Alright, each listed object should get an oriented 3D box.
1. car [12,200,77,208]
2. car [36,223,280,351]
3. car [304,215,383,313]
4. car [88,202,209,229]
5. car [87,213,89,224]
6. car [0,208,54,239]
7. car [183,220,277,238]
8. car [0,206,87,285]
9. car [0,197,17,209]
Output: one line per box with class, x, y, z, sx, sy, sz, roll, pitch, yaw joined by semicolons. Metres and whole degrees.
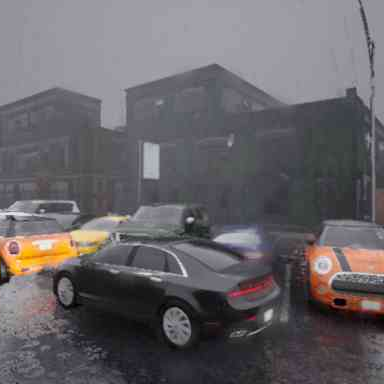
car;-8.069;1.426;17.172;2.435;2.045;5.566;1;-1;17
car;-0.794;1.595;6.431;4.892;1.490;1.837;0;-1;37
car;3.887;1.509;8.127;2.185;1.767;4.553;1;-1;17
car;-0.890;1.397;11.715;2.435;2.045;5.566;1;-2;17
car;-3.344;1.649;13.374;1.946;1.575;5.366;1;-1;17
car;-10.458;1.719;18.984;2.163;1.488;4.792;1;-1;17
car;1.480;1.680;9.911;2.002;1.452;4.674;0;-2;17
car;-5.544;1.457;10.048;4.553;1.767;2.097;0;-1;37
car;-35.904;1.971;62.000;5.566;2.045;2.435;1;0;16
